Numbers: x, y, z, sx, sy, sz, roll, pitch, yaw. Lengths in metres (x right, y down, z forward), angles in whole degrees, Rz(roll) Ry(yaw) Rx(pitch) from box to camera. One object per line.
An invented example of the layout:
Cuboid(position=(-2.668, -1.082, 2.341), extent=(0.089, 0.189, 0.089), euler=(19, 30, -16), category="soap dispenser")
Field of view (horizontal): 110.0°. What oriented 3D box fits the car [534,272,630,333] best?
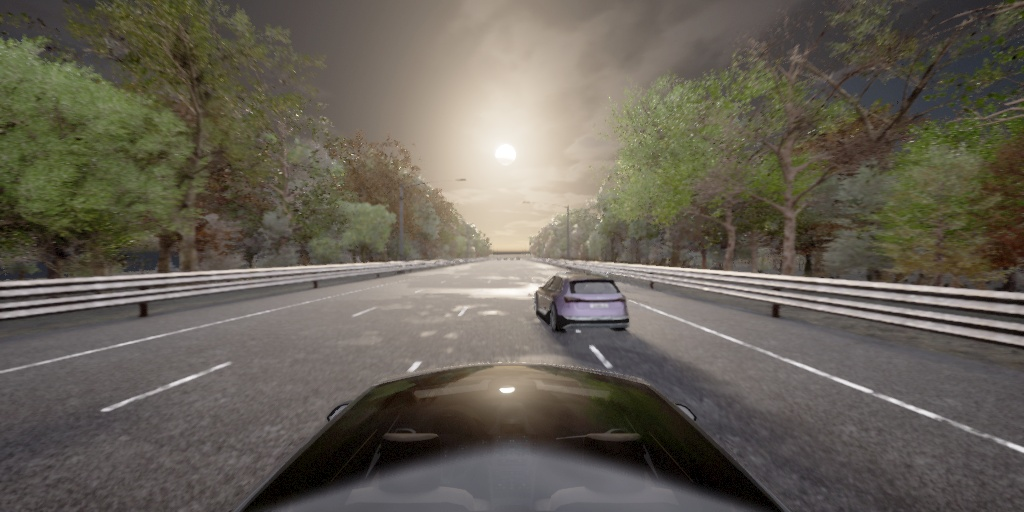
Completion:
Cuboid(position=(1.883, 1.278, 10.795), extent=(2.033, 1.649, 4.856), euler=(0, -1, -5), category="car")
